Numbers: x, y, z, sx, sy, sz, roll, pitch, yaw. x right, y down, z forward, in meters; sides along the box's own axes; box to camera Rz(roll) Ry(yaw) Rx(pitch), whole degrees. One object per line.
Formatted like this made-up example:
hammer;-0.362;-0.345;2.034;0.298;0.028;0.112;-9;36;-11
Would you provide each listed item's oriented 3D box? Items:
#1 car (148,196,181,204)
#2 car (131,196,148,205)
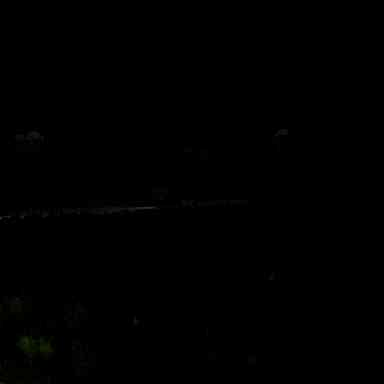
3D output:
car;-3.625;1.444;47.346;1.895;1.301;4.718;0;0;36
car;-6.797;1.297;47.881;1.816;1.474;4.193;7;4;33
